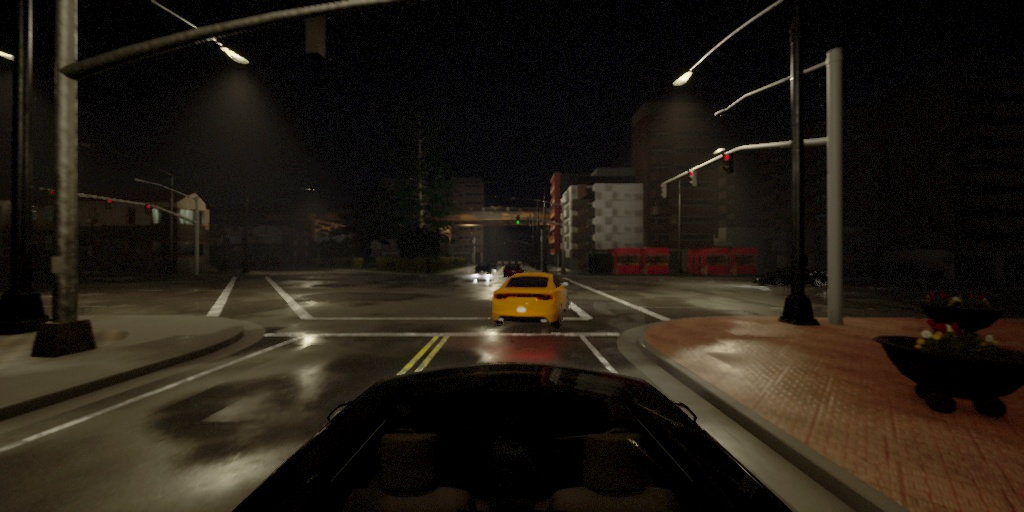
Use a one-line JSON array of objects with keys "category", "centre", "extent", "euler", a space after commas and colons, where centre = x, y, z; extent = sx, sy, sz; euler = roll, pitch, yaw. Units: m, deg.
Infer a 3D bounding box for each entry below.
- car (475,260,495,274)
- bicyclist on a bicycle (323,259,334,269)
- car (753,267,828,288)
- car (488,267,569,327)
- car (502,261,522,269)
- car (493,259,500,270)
[{"category": "car", "centre": [-3.586, 1.513, 45.253], "extent": [1.895, 1.301, 4.718], "euler": [0, 0, 0]}, {"category": "bicyclist on a bicycle", "centre": [-29.339, 1.259, 57.405], "extent": [0.582, 1.620, 1.656], "euler": [0, 0, 44]}, {"category": "car", "centre": [20.882, 1.548, 27.016], "extent": [4.892, 1.490, 1.837], "euler": [1, 0, 0]}, {"category": "car", "centre": [0.774, 1.282, 11.857], "extent": [1.882, 1.535, 5.008], "euler": [0, -1, 12]}, {"category": "car", "centre": [0.100, 1.452, 35.967], "extent": [1.994, 1.385, 4.181], "euler": [0, 0, 0]}, {"category": "car", "centre": [-3.543, 1.472, 60.030], "extent": [1.837, 1.490, 4.892], "euler": [0, 0, 1]}]
